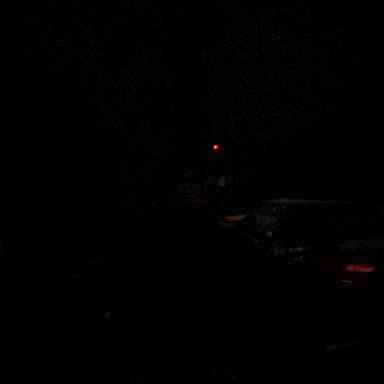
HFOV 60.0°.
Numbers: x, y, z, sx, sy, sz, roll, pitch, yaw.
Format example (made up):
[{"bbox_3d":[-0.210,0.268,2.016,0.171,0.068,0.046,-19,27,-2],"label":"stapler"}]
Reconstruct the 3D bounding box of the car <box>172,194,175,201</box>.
[{"bbox_3d":[-0.995,1.524,77.998,5.566,2.045,2.435,1,0,-28],"label":"car"}]

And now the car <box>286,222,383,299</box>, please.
[{"bbox_3d":[4.694,1.531,7.283,4.674,1.452,2.002,1,0,-21],"label":"car"}]

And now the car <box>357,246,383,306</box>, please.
[{"bbox_3d":[4.743,1.527,4.259,4.674,1.452,2.002,1,0,-21],"label":"car"}]

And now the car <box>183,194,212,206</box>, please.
[{"bbox_3d":[1.320,1.649,60.082,4.553,1.767,2.185,1,0,-27],"label":"car"}]

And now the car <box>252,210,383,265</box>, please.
[{"bbox_3d":[4.647,1.496,10.301,4.892,1.521,2.231,1,0,-22],"label":"car"}]

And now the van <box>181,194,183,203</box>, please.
[{"bbox_3d":[0.882,1.547,63.028,4.442,1.987,1.878,1,0,-27],"label":"van"}]

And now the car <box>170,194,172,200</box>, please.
[{"bbox_3d":[-2.704,1.662,89.860,4.553,1.767,2.185,1,-1,-28],"label":"car"}]

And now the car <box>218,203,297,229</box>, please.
[{"bbox_3d":[4.406,1.547,22.339,4.792,1.488,2.163,1,0,-23],"label":"car"}]

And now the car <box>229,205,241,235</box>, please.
[{"bbox_3d":[4.499,1.378,16.350,4.553,1.767,2.185,1,0,-22],"label":"car"}]

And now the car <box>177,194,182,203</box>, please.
[{"bbox_3d":[0.575,1.522,66.051,5.566,2.045,2.435,1,0,-28],"label":"car"}]

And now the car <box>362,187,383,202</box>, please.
[{"bbox_3d":[19.691,0.267,33.705,2.002,1.452,4.674,-6,3,-27],"label":"car"}]

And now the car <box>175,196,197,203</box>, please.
[{"bbox_3d":[-1.411,1.805,80.973,4.792,1.488,2.163,1,0,-28],"label":"car"}]

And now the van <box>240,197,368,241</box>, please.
[{"bbox_3d":[4.460,1.272,13.275,4.442,1.987,1.878,1,0,-22],"label":"van"}]

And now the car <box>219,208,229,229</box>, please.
[{"bbox_3d":[4.183,1.502,19.286,5.366,1.575,1.946,1,0,-23],"label":"car"}]
